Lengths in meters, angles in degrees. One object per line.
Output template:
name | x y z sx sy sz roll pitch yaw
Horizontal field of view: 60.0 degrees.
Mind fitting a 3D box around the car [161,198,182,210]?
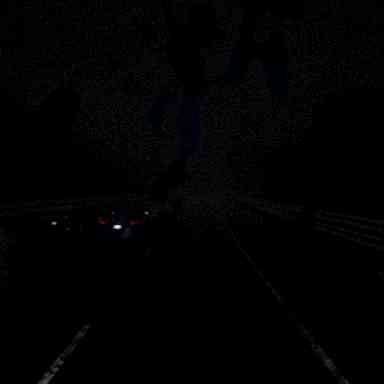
car | -2.195 1.350 37.533 1.895 1.301 4.718 0 0 4

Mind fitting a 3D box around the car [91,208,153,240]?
car | -3.137 1.454 16.233 1.994 1.385 4.181 0 0 2

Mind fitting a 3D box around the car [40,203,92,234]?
car | -6.571 1.351 18.524 1.882 1.535 5.008 0 0 2
